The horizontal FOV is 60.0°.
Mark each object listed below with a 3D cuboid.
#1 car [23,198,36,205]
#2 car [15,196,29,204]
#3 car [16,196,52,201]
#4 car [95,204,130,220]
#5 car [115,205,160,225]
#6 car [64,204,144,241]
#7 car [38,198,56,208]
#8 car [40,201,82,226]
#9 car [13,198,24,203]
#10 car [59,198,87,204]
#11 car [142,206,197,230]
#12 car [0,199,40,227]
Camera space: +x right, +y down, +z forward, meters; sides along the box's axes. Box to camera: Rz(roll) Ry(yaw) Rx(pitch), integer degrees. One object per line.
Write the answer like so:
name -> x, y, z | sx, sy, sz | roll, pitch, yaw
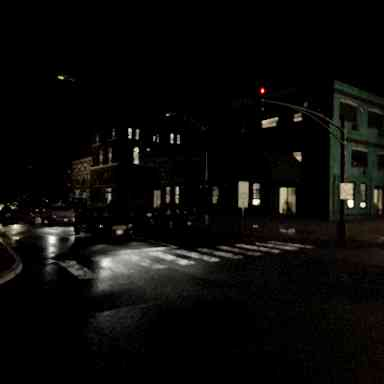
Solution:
car -> -33.816, 2.013, 69.283 | 1.752, 1.417, 4.829 | 1, -1, -35
car -> -40.044, 1.856, 78.269 | 2.192, 1.841, 5.009 | 1, -1, -35
car -> -16.294, 1.400, 33.891 | 2.150, 2.045, 5.566 | 1, -1, -35
car -> -7.659, 1.850, 31.798 | 1.802, 1.307, 4.206 | 1, -1, -35
car -> -4.535, 1.808, 27.295 | 1.947, 1.339, 4.313 | 1, -1, -35
car -> -4.691, 1.574, 17.145 | 2.128, 1.511, 4.902 | 1, -1, -35
car -> -24.227, 1.845, 55.461 | 1.967, 1.590, 4.097 | 1, -1, -35
car -> -9.991, 1.652, 24.787 | 1.812, 1.442, 4.674 | 1, -1, -35
car -> -43.211, 2.120, 82.827 | 2.008, 1.369, 4.403 | 1, -1, -35
car -> -14.666, 1.641, 41.828 | 2.192, 1.841, 5.009 | 1, -1, -35
car -> -1.411, 1.767, 22.791 | 2.008, 1.369, 4.403 | 1, -1, -35
car -> -12.235, 1.510, 23.245 | 1.967, 1.590, 4.097 | 1, -1, -35
